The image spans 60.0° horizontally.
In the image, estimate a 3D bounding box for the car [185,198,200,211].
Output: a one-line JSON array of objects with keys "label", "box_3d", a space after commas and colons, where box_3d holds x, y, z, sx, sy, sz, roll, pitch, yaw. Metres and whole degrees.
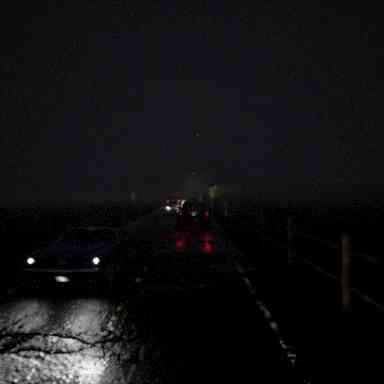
[{"label": "car", "box_3d": [0.113, 1.532, 42.869, 1.837, 1.490, 4.892, 0, 0, 0]}]

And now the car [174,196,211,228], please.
[{"label": "car", "box_3d": [0.106, 1.365, 22.148, 2.097, 1.767, 4.553, 0, 0, 0]}]

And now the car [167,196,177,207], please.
[{"label": "car", "box_3d": [-2.804, 1.387, 52.063, 2.097, 1.767, 4.553, 0, 0, 0]}]

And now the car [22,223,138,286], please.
[{"label": "car", "box_3d": [-2.847, 1.606, 9.503, 1.895, 1.301, 4.718, 0, 0, 0]}]
